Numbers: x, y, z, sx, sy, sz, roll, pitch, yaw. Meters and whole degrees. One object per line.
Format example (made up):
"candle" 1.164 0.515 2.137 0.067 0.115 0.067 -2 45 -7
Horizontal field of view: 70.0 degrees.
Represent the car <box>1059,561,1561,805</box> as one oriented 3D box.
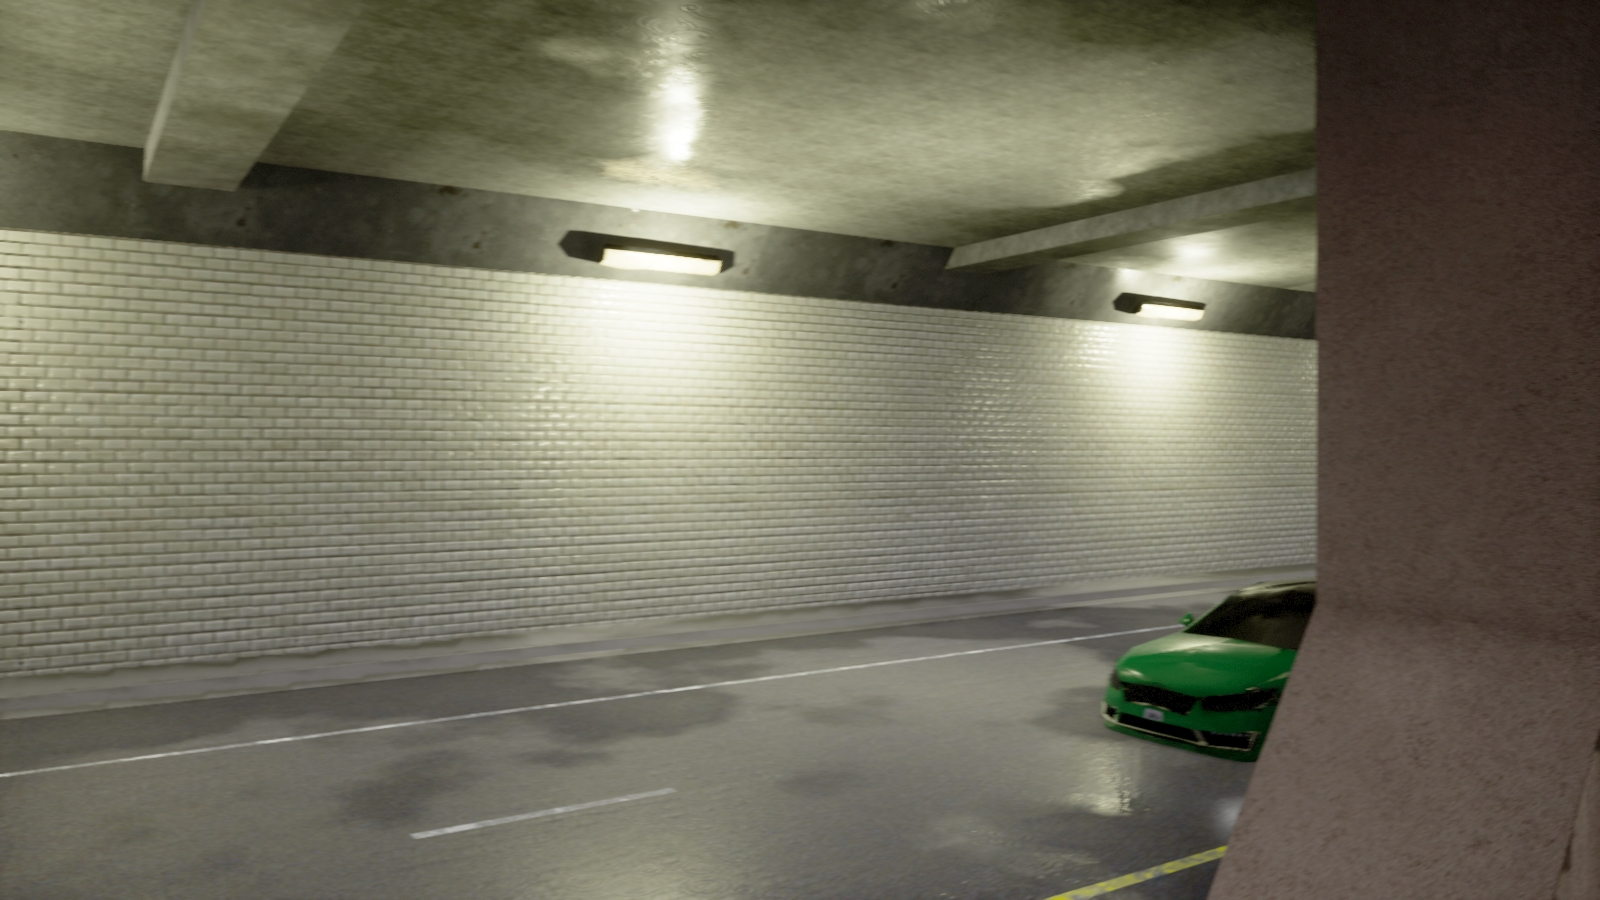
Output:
"car" 5.126 2.060 11.288 4.892 1.480 2.231 0 0 -33
